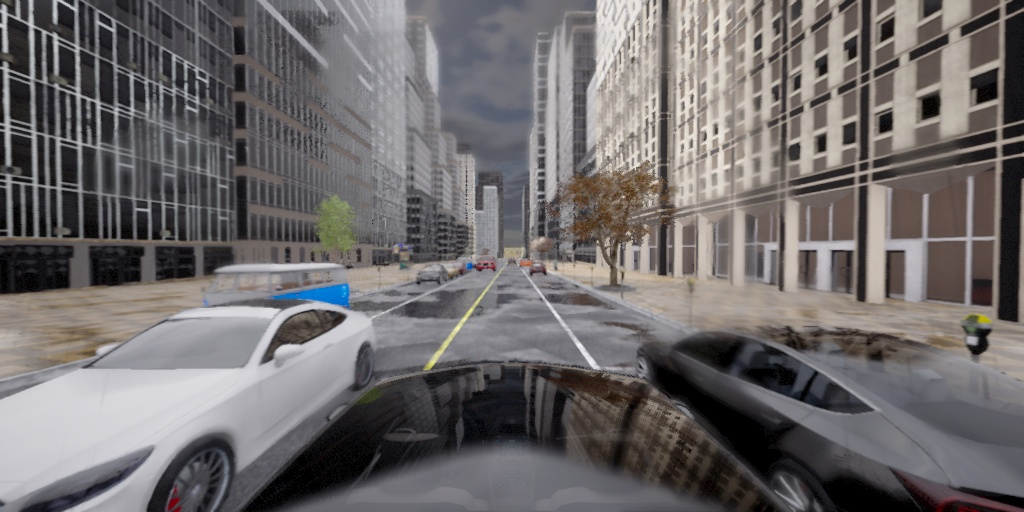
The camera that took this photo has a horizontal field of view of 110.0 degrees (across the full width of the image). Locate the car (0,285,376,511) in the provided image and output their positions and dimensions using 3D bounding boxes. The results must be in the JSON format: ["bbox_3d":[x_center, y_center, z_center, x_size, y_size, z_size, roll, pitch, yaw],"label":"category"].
[{"bbox_3d":[-3.091,1.274,4.082,1.812,1.442,4.674,0,0,0],"label":"car"}]

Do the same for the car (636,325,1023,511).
[{"bbox_3d":[2.692,1.314,3.533,1.948,1.339,4.313,0,0,0],"label":"car"}]

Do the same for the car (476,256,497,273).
[{"bbox_3d":[-3.074,0.966,44.720,2.150,2.045,5.566,0,0,0],"label":"car"}]

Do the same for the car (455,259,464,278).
[{"bbox_3d":[-5.688,1.265,31.489,1.751,1.417,4.829,0,0,0],"label":"car"}]

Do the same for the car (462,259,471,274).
[{"bbox_3d":[-5.688,1.286,37.283,1.888,1.381,4.507,0,0,0],"label":"car"}]

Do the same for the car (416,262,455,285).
[{"bbox_3d":[-5.688,1.290,26.033,2.007,1.370,4.403,0,0,0],"label":"car"}]

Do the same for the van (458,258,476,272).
[{"bbox_3d":[-5.687,1.083,42.908,1.690,1.789,3.998,0,0,0],"label":"van"}]

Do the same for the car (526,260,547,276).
[{"bbox_3d":[2.693,1.323,37.284,1.802,1.307,4.207,0,0,0],"label":"car"}]

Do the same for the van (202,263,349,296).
[{"bbox_3d":[-5.689,1.086,9.159,1.690,1.789,3.998,0,0,0],"label":"van"}]

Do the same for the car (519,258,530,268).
[{"bbox_3d":[2.390,1.105,63.128,2.097,1.767,4.553,0,0,0],"label":"car"}]
